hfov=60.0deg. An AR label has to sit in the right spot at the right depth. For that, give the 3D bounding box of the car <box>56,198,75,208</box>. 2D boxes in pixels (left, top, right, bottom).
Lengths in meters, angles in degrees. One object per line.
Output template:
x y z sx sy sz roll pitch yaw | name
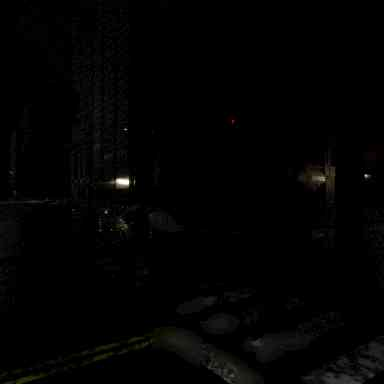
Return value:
-20.691 1.792 54.243 1.812 1.442 4.674 1 -1 -35 | car

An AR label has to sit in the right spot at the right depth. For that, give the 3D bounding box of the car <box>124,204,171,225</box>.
-3.403 1.608 24.317 1.812 1.442 4.674 1 -1 -37 | car

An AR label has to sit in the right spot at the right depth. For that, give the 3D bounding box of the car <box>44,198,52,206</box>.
-26.482 1.804 62.419 2.128 1.511 4.902 1 -1 -36 | car

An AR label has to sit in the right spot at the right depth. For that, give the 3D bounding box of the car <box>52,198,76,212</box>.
-15.486 1.725 41.382 2.033 1.411 5.357 1 -1 -34 | car

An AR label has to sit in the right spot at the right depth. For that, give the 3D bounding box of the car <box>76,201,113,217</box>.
-9.344 1.621 32.688 2.128 1.511 4.902 1 -1 -35 | car
